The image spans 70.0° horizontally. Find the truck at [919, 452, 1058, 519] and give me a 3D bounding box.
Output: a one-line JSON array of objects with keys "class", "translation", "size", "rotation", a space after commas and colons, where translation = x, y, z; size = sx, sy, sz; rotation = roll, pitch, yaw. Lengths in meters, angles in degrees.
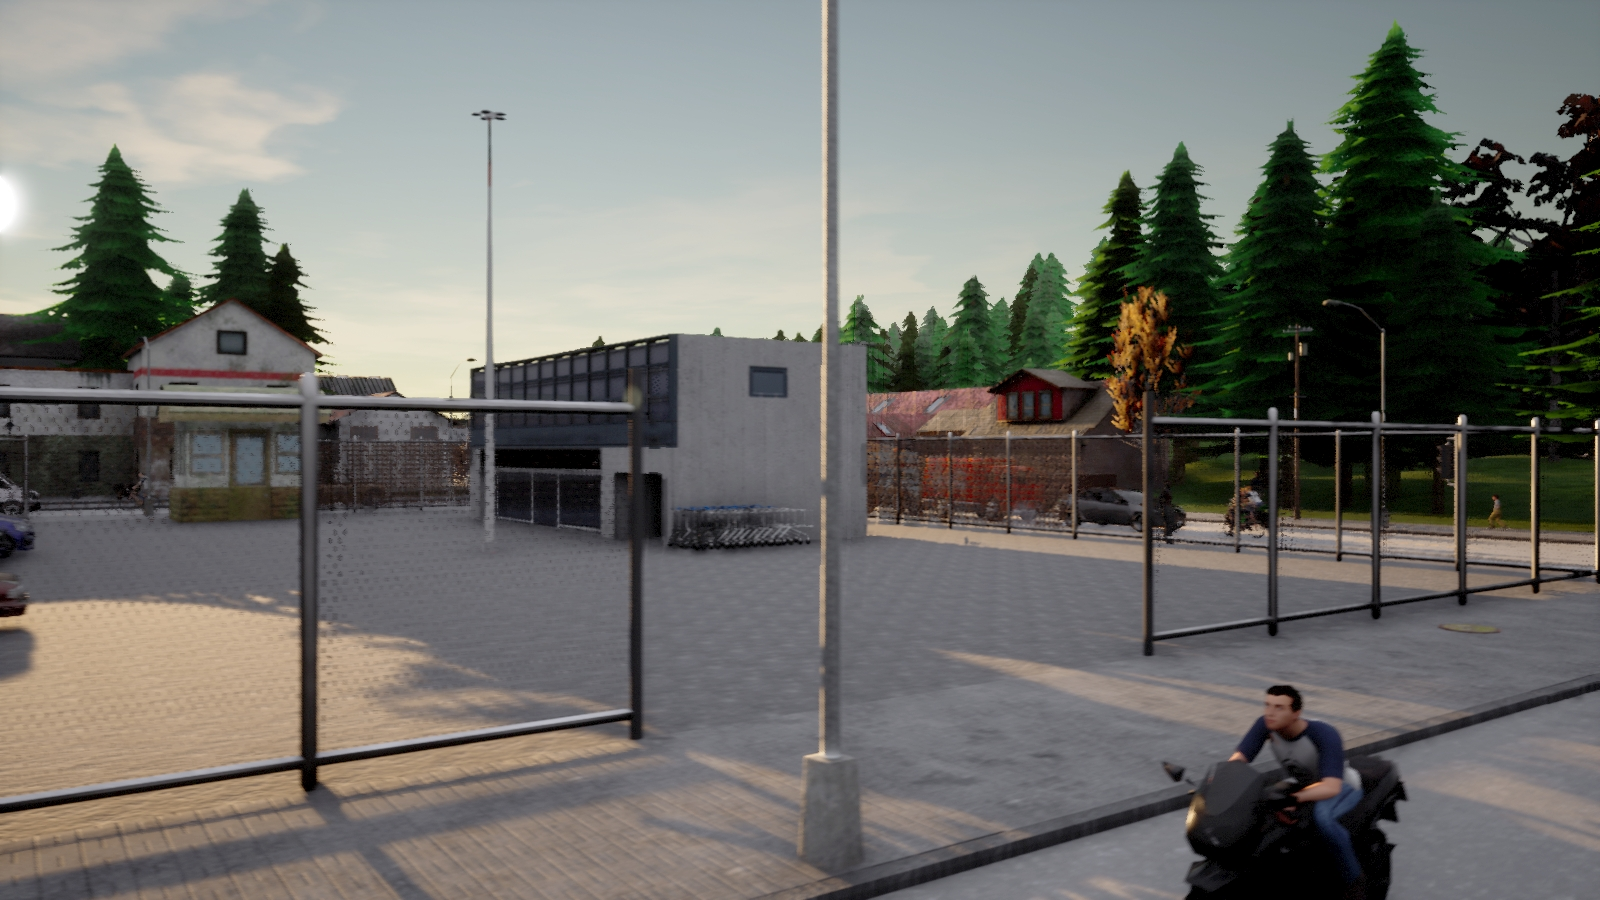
[{"class": "truck", "translation": [7.507, 1.339, 46.083], "size": [2.627, 2.467, 5.204], "rotation": [0, 0, -35]}]

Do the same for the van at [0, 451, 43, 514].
[{"class": "van", "translation": [-33.991, 1.315, 45.897], "size": [5.915, 2.561, 1.988], "rotation": [0, 0, -35]}]

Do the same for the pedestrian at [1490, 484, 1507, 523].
[{"class": "pedestrian", "translation": [23.680, 1.806, 38.731], "size": [0.375, 1.300, 0.375], "rotation": [0, 0, -38]}]

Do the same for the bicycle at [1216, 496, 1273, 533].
[{"class": "bicycle", "translation": [14.190, 2.036, 36.510], "size": [0.859, 1.080, 1.487], "rotation": [0, 0, -35]}]

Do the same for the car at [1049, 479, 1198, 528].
[{"class": "car", "translation": [11.388, 1.843, 40.512], "size": [2.163, 1.488, 4.792], "rotation": [0, 0, -35]}]

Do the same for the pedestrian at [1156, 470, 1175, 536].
[{"class": "pedestrian", "translation": [10.439, 1.516, 32.641], "size": [0.375, 1.860, 0.375], "rotation": [0, 0, -35]}]

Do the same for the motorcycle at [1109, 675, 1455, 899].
[{"class": "motorcycle", "translation": [2.699, 1.993, 6.309], "size": [2.033, 1.145, 0.803], "rotation": [0, 0, -35]}]

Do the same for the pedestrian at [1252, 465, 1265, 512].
[{"class": "pedestrian", "translation": [18.306, 1.525, 45.660], "size": [0.375, 1.860, 0.375], "rotation": [0, 0, 1]}]

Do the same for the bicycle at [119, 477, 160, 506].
[{"class": "bicycle", "translation": [-30.704, 1.936, 53.110], "size": [1.643, 1.296, 0.373], "rotation": [0, 0, -35]}]

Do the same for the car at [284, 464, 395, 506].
[{"class": "car", "translation": [-21.968, 1.644, 54.542], "size": [4.605, 1.855, 1.932], "rotation": [0, 0, -34]}]
